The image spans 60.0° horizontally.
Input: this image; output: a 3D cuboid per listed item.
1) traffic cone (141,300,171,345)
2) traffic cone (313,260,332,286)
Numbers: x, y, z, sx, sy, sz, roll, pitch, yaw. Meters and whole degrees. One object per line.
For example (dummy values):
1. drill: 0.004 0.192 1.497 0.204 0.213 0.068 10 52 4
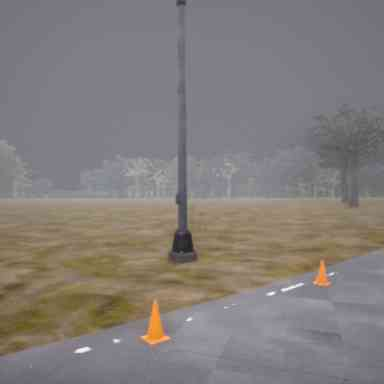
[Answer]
1. traffic cone: -0.564 1.982 5.172 0.340 0.580 0.340 0 0 -37
2. traffic cone: 3.220 1.967 8.219 0.340 0.580 0.340 0 0 -40
